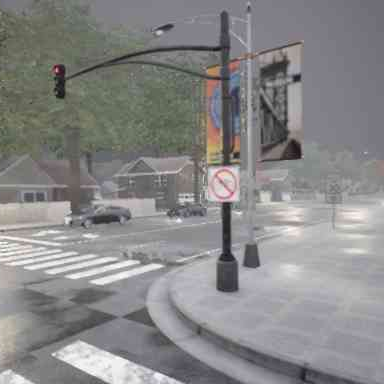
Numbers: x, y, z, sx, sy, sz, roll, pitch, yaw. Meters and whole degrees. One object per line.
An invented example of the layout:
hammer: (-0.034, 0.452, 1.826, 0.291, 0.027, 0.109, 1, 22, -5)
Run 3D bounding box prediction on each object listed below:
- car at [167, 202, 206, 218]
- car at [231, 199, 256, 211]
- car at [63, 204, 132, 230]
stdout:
car: (-0.457, 1.598, 30.579, 1.994, 1.385, 4.181, -1, 0, 35)
car: (5.970, 1.531, 39.528, 1.994, 1.385, 4.181, -1, 0, 35)
car: (-6.274, 1.588, 22.467, 2.128, 1.511, 4.902, -1, 0, 36)
